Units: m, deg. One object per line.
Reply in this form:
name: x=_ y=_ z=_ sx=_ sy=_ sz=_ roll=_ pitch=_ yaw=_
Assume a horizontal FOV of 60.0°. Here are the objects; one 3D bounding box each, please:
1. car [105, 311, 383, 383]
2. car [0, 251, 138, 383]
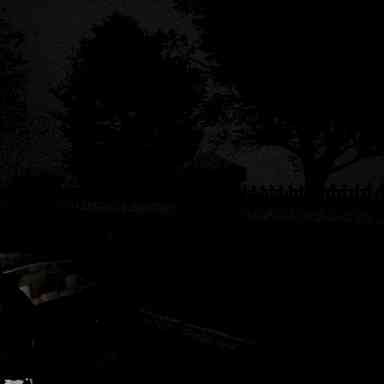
car: x=1.848 y=1.546 z=1.560 sx=4.507 sy=1.381 sz=1.887 roll=0 pitch=0 yaw=35
car: x=-2.678 y=1.543 z=4.789 sx=4.403 sy=1.369 sz=2.008 roll=0 pitch=0 yaw=35
